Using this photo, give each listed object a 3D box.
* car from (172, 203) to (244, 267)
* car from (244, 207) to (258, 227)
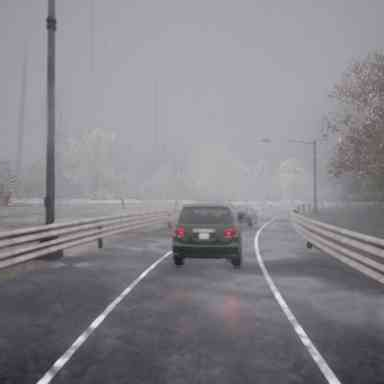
[{"bbox_3d":[0.730,1.398,12.263,2.150,2.045,5.566,0,-1,8],"label":"car"},{"bbox_3d":[4.238,1.973,27.429,1.837,1.490,4.892,0,-1,18],"label":"car"}]
